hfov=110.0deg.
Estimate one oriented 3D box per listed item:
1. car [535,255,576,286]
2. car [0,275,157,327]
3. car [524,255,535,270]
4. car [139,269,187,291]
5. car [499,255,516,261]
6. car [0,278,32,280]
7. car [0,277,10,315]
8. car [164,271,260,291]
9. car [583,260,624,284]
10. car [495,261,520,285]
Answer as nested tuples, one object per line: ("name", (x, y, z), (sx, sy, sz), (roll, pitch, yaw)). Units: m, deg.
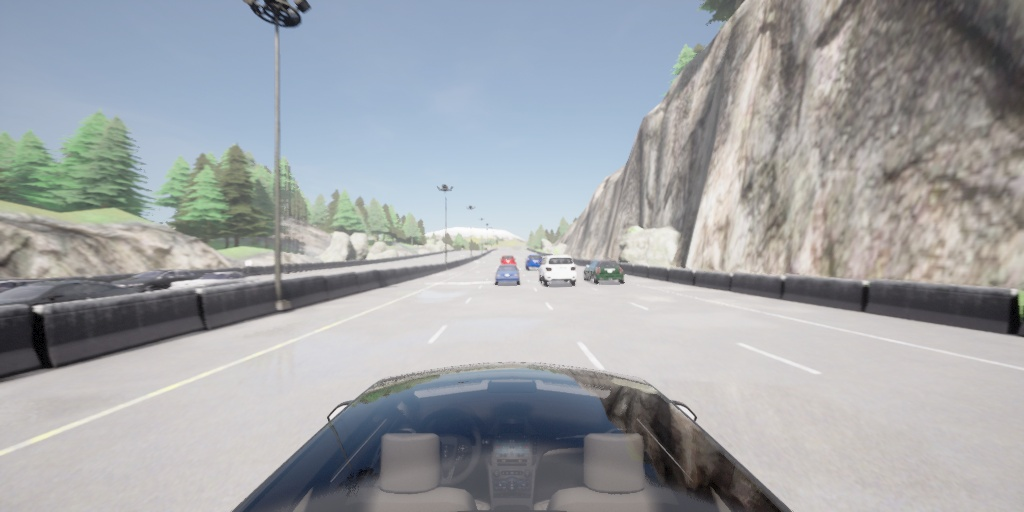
("car", (3.159, 0.972, 25.678), (2.150, 2.045, 5.566), (-1, 0, 0))
("car", (-14.247, 1.512, 11.057), (1.812, 1.442, 4.674), (-1, 0, 0))
("car", (2.944, 0.823, 48.543), (2.150, 2.045, 5.566), (-1, 1, -1))
("car", (-21.367, 1.586, 21.828), (2.128, 1.511, 4.902), (-1, 0, 0))
("car", (-0.575, 0.851, 50.294), (2.150, 2.045, 5.566), (-1, 1, -1))
("car", (-17.747, 1.529, 12.106), (2.128, 1.511, 4.902), (-1, 0, -1))
("car", (-21.246, 1.593, 12.067), (1.837, 1.490, 4.892), (-1, 0, -1))
("car", (-17.866, 1.646, 21.875), (1.895, 1.301, 4.718), (-1, 0, 0))
("car", (6.653, 1.050, 26.526), (2.097, 1.767, 4.553), (-1, 0, 0))
("car", (-0.343, 1.340, 27.109), (2.033, 1.411, 5.357), (-1, 0, 0))
